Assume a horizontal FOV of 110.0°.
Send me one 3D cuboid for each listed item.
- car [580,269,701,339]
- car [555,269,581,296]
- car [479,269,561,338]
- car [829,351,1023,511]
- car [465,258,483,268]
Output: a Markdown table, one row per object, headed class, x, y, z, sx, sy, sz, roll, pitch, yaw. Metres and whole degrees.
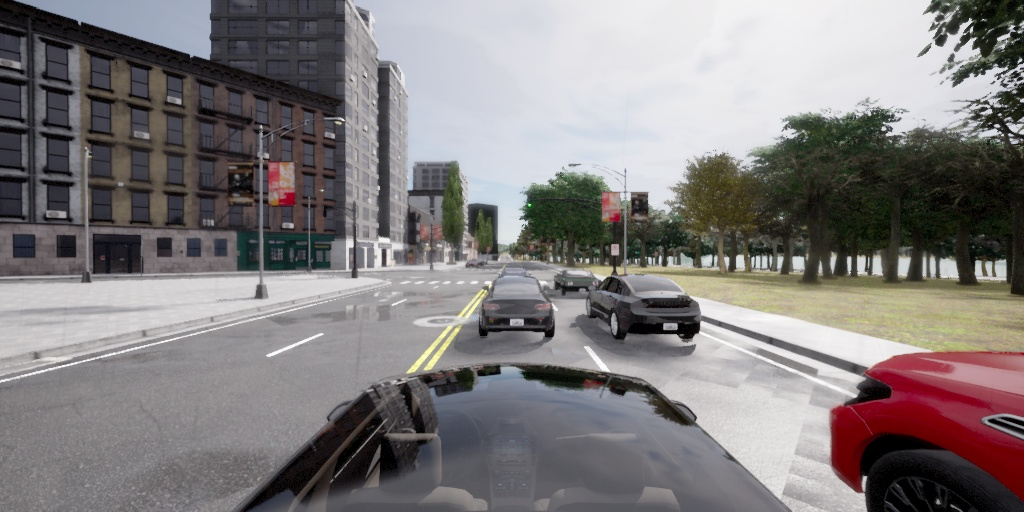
| class | x | y | z | sx | sy | sz | roll | pitch | yaw |
| --- | --- | --- | --- | --- | --- | --- | --- | --- | --- |
| car | 3.366 | 1.252 | 10.024 | 1.837 | 1.490 | 4.892 | 0 | 0 | 0 |
| car | 3.388 | 1.345 | 19.415 | 1.895 | 1.301 | 4.718 | 0 | 0 | 0 |
| car | 0.121 | 1.273 | 10.073 | 1.812 | 1.442 | 4.674 | 0 | 0 | 0 |
| car | 3.346 | 0.972 | 0.160 | 2.150 | 2.045 | 5.566 | 0 | 0 | 0 |
| car | -6.458 | 1.290 | 59.133 | 1.994 | 1.385 | 4.181 | 0 | 0 | 0 |
